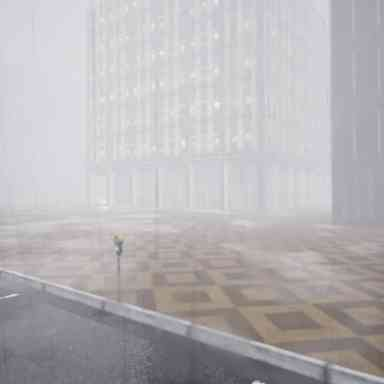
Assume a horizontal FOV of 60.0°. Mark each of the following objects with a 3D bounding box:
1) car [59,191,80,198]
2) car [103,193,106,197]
[{"bbox_3d":[-25.082,0.595,68.287,1.967,1.590,4.097,0,0,36],"label":"car"},{"bbox_3d":[-18.591,0.628,77.237,2.008,1.369,4.403,0,0,36],"label":"car"}]
